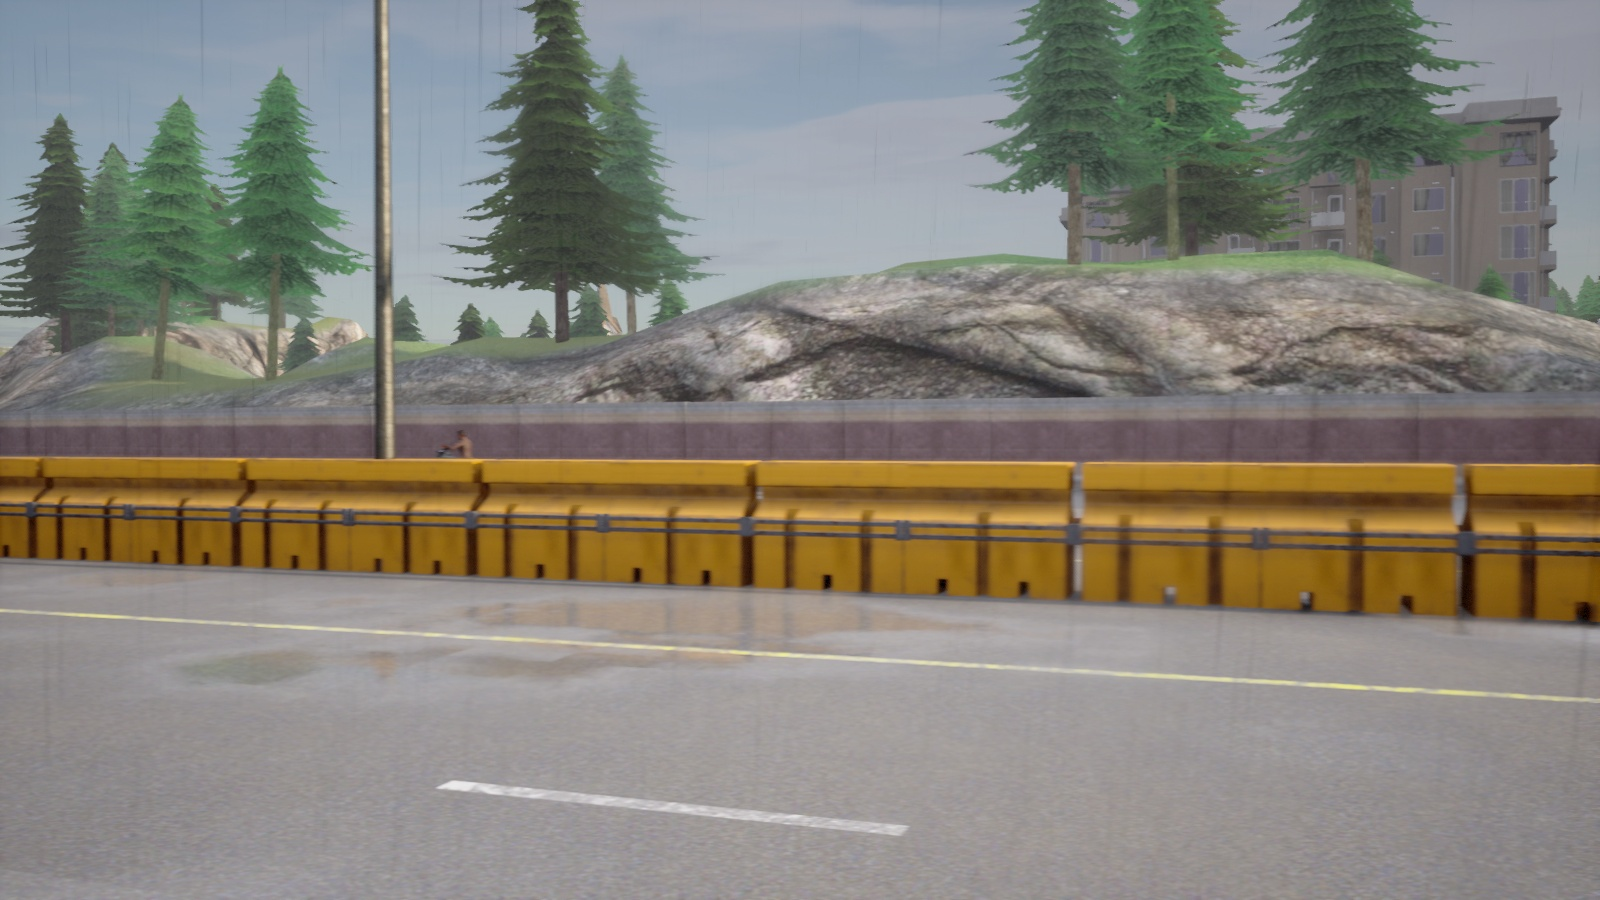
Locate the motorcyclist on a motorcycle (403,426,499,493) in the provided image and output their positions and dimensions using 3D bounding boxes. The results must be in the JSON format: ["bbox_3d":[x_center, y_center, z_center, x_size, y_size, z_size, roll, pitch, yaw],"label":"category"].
[{"bbox_3d":[-8.905,0.229,32.044,2.350,1.649,0.766,0,1,19],"label":"motorcyclist on a motorcycle"}]
